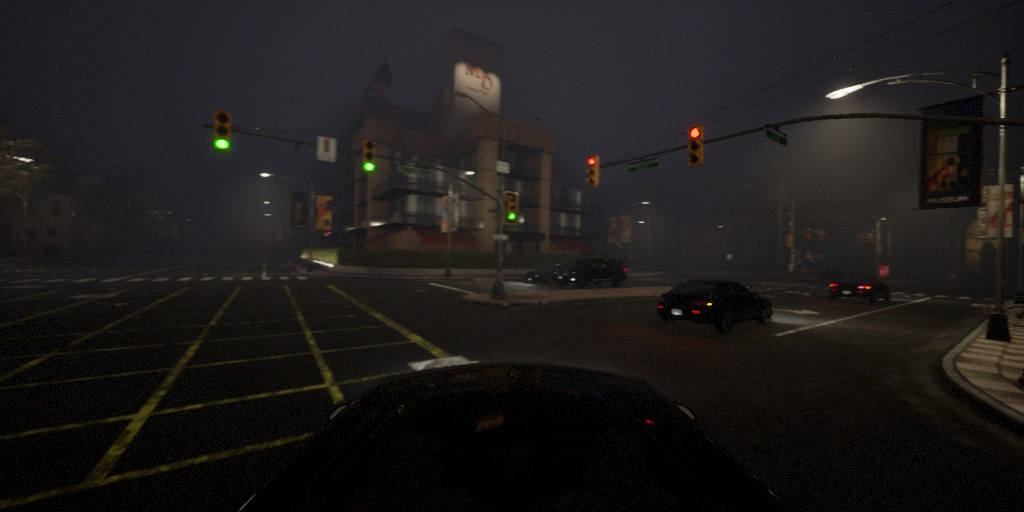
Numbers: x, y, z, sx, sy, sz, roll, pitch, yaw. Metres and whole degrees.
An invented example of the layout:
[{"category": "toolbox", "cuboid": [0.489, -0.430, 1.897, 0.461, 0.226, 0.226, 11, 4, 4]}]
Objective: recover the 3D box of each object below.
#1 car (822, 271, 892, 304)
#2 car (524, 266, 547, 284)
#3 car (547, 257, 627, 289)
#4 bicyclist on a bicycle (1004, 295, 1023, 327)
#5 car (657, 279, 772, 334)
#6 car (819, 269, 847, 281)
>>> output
[{"category": "car", "cuboid": [19.525, 1.794, 20.144, 4.674, 1.442, 1.812, 2, 0, -34]}, {"category": "car", "cuboid": [3.515, 1.360, 27.665, 5.357, 1.411, 2.033, 2, 0, -34]}, {"category": "car", "cuboid": [5.471, 1.092, 24.737, 5.566, 2.045, 2.150, 2, 0, -33]}, {"category": "bicyclist on a bicycle", "cuboid": [16.564, 1.498, 11.115, 0.582, 1.620, 1.656, 2, 0, -18]}, {"category": "car", "cuboid": [6.429, 1.441, 11.327, 4.674, 1.442, 1.812, 2, 0, -36]}, {"category": "car", "cuboid": [36.126, 2.195, 40.050, 2.128, 1.511, 4.902, 2, 0, 24]}]
